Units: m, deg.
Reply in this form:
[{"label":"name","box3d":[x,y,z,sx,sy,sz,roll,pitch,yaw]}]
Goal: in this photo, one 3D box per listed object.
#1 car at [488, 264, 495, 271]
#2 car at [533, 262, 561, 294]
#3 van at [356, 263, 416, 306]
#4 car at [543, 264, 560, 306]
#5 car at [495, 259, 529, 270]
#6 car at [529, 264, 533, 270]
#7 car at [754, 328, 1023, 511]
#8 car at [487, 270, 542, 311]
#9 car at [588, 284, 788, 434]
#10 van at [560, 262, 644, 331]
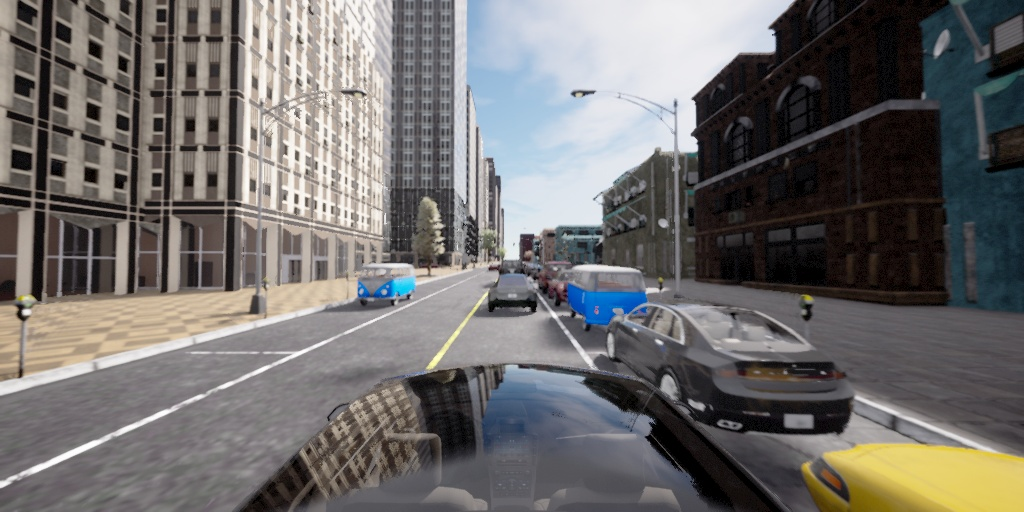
[{"label":"car","box3d":[-3.043,1.962,60.261,1.895,1.301,4.718,0,-1,1]},{"label":"car","box3d":[2.698,1.281,21.985,2.192,1.841,5.009,0,0,0]},{"label":"van","box3d":[-5.685,1.250,16.507,1.690,1.789,3.998,0,0,0]},{"label":"car","box3d":[2.696,1.348,16.507,1.967,1.591,4.097,0,0,0]},{"label":"car","box3d":[0.019,1.269,29.457,2.150,2.045,5.566,0,0,0]},{"label":"car","box3d":[2.701,1.646,32.940,1.948,1.339,4.313,0,0,0]},{"label":"car","box3d":[2.691,1.258,0.244,1.751,1.417,4.829,0,0,0]},{"label":"car","box3d":[0.029,1.460,15.279,1.994,1.385,4.181,0,-1,0]},{"label":"car","box3d":[2.693,1.342,5.552,2.007,1.370,4.403,0,0,0]},{"label":"van","box3d":[2.695,1.191,11.030,1.690,1.789,3.998,0,0,0]}]
